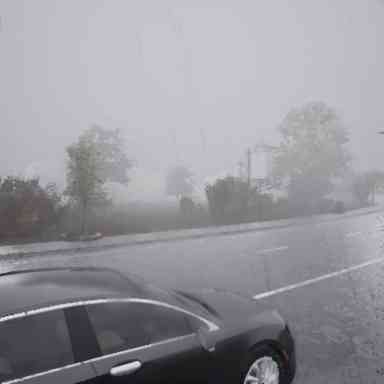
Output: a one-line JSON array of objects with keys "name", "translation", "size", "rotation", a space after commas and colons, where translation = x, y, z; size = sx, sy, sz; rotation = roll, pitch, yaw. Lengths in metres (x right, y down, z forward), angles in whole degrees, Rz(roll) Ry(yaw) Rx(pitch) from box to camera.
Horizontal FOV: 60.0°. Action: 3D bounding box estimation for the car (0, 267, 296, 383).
[{"name": "car", "translation": [-1.036, 1.514, 3.139], "size": [4.892, 1.490, 1.837], "rotation": [0, 0, -36]}]
